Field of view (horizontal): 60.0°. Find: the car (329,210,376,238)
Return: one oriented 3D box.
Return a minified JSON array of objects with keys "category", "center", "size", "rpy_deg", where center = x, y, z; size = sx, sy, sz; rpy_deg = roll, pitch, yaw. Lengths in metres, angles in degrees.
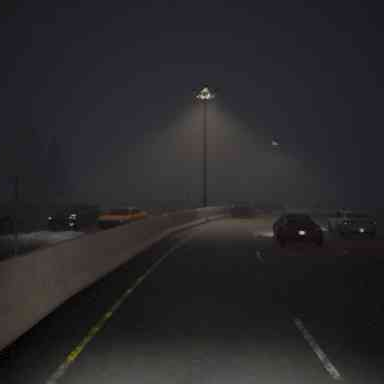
[{"category":"car","center":[9.293,1.789,19.537],"size":[1.812,1.442,4.674],"rpy_deg":[0,-1,12]}]

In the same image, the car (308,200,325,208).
[{"category":"car","center":[23.882,2.238,64.035],"size":[1.812,1.442,4.674],"rpy_deg":[-1,-1,44]}]

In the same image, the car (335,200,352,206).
[{"category":"car","center":[33.442,2.470,73.326],"size":[4.718,1.301,1.895],"rpy_deg":[1,-1,-40]}]

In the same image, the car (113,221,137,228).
[{"category":"car","center":[-4.589,1.746,22.362],"size":[1.882,1.535,5.008],"rpy_deg":[0,-1,13]}]

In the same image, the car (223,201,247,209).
[{"category":"car","center":[7.854,2.310,60.168],"size":[2.033,1.411,5.357],"rpy_deg":[0,-1,34]}]

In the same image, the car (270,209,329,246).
[{"category":"car","center":[5.157,1.782,16.569],"size":[1.994,1.385,4.181],"rpy_deg":[0,-1,9]}]

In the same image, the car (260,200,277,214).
[{"category":"car","center":[9.449,2.075,44.329],"size":[1.837,1.490,4.892],"rpy_deg":[0,-1,27]}]

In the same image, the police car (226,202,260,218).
[{"category":"police car","center":[5.577,1.880,35.687],"size":[1.930,1.638,5.238],"rpy_deg":[0,-1,21]}]

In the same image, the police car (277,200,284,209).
[{"category":"police car","center":[12.259,2.065,49.471],"size":[1.930,1.638,5.238],"rpy_deg":[0,-1,30]}]
